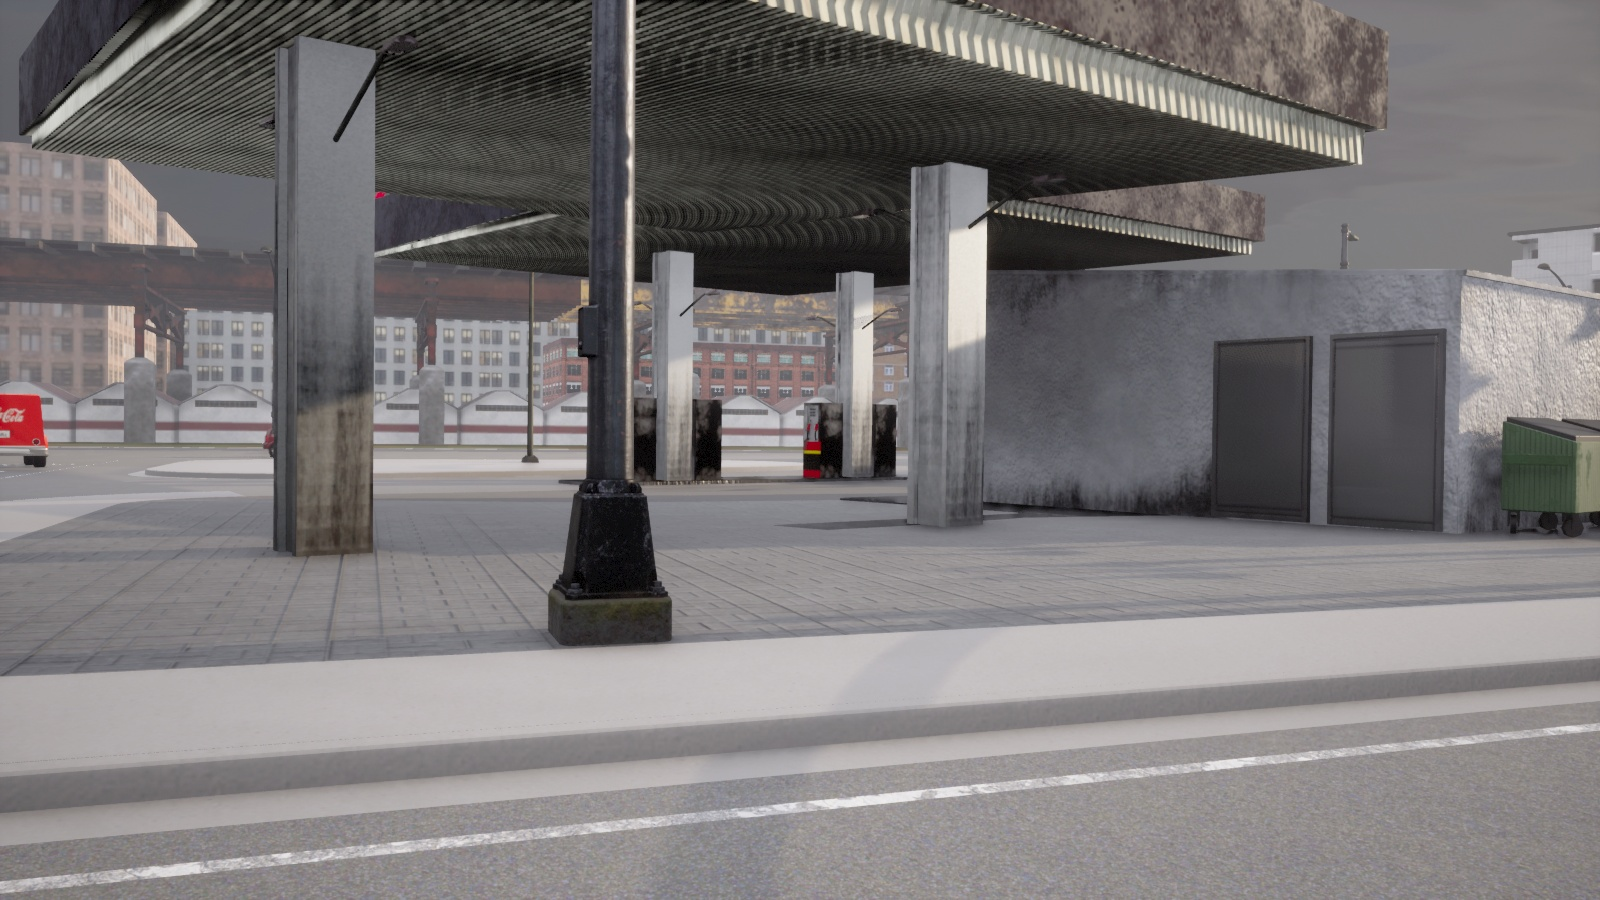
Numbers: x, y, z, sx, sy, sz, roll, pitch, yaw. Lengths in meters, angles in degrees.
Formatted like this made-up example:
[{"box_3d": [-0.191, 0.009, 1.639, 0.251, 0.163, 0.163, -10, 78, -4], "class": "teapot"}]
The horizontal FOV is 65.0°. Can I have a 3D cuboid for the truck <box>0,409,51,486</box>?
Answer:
[{"box_3d": [-27.017, -0.088, 42.456, 2.627, 2.467, 5.204, -1, 1, -34], "class": "truck"}]

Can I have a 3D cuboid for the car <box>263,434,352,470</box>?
[{"box_3d": [-22.673, 0.079, 57.937, 3.705, 1.549, 1.789, -1, 1, -20], "class": "car"}]
